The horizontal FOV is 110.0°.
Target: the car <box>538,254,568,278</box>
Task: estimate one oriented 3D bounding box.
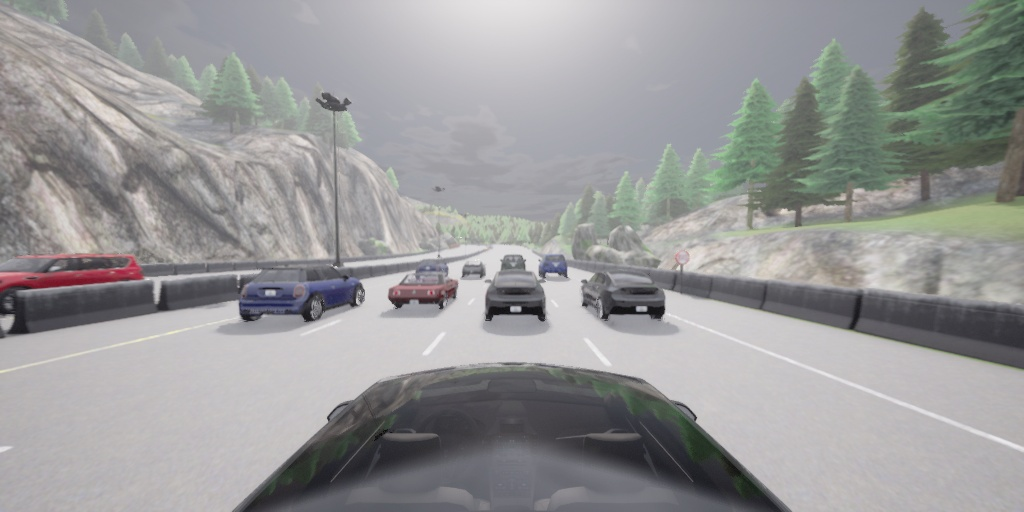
[{"bbox_3d":[3.615,0.857,32.180,2.150,2.045,5.566,0,0,0],"label":"car"}]

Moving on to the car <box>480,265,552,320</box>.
[{"bbox_3d":[0.106,1.219,12.355,1.837,1.490,4.892,0,0,0],"label":"car"}]

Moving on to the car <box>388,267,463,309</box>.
[{"bbox_3d":[-3.394,1.307,14.697,1.895,1.301,4.718,0,0,0],"label":"car"}]

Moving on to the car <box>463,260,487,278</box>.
[{"bbox_3d":[-3.385,1.125,32.536,2.128,1.511,4.902,0,0,0],"label":"car"}]

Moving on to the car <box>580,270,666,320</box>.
[{"bbox_3d":[3.606,1.218,12.391,1.837,1.490,4.892,0,0,0],"label":"car"}]

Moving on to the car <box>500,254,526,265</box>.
[{"bbox_3d":[0.114,0.857,32.120,2.150,2.045,5.566,0,0,0],"label":"car"}]

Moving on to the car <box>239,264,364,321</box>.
[{"bbox_3d":[-6.895,1.067,12.362,2.097,1.767,4.553,0,0,0],"label":"car"}]

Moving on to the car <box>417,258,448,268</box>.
[{"bbox_3d":[-6.886,0.992,31.443,2.097,1.767,4.553,0,0,0],"label":"car"}]

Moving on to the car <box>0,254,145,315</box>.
[{"bbox_3d":[-17.577,0.931,13.763,2.150,2.045,5.566,0,0,0],"label":"car"}]
